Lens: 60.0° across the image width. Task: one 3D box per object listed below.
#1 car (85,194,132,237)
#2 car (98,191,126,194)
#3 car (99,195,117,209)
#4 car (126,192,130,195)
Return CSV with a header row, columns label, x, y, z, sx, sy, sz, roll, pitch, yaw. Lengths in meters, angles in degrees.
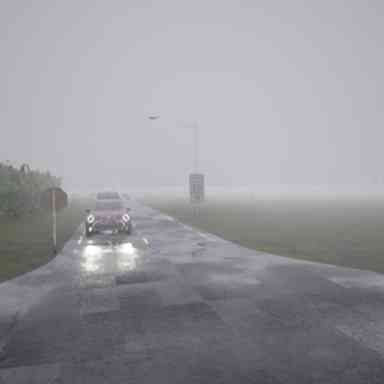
label,x,y,z,sx,sy,sz,roll,pitch,yaw
car,-4.307,1.196,17.201,2.097,1.767,4.553,-1,1,-14
car,-6.873,0.957,27.299,2.150,2.045,5.566,-1,1,-14
car,-9.942,1.171,39.375,1.994,1.385,4.181,-1,1,-14
car,-12.416,0.827,60.889,1.837,1.490,4.892,-1,1,-14
